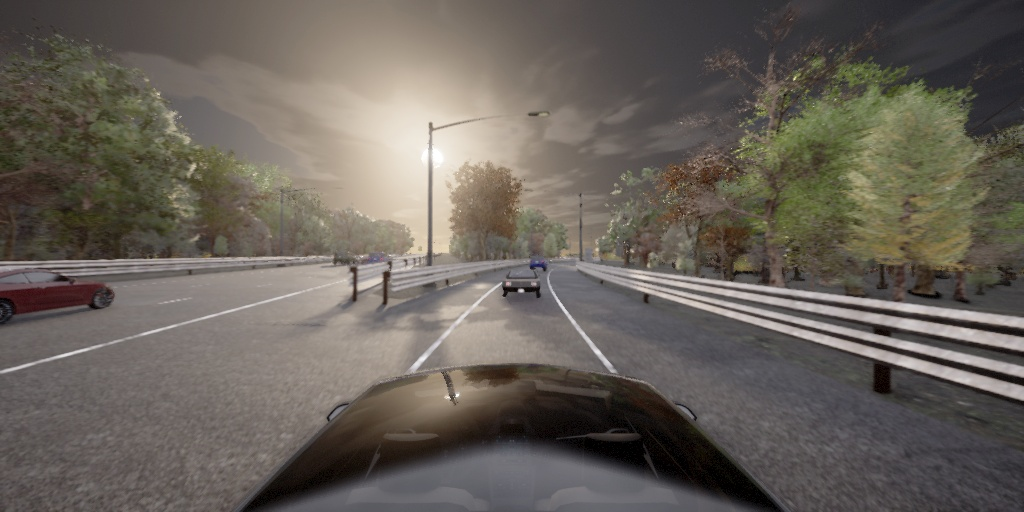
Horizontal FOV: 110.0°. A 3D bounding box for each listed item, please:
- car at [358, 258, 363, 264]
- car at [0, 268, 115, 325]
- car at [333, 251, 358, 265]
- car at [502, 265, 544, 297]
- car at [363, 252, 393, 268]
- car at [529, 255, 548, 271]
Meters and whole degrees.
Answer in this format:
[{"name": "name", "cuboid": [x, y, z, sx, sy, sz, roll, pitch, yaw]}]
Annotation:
[{"name": "car", "cuboid": [-22.985, 0.661, 57.867, 1.882, 1.535, 5.008, 1, 1, -12]}, {"name": "car", "cuboid": [-14.163, 1.051, 10.210, 1.812, 1.442, 4.674, 0, 0, -11]}, {"name": "car", "cuboid": [-26.470, 0.354, 56.847, 2.150, 2.045, 5.566, 0, -3, -9]}, {"name": "car", "cuboid": [0.567, 1.358, 19.155, 1.895, 1.301, 4.718, 0, 0, 3]}, {"name": "car", "cuboid": [-17.572, 0.524, 47.371, 2.150, 2.045, 5.566, 0, 0, -11]}, {"name": "car", "cuboid": [3.604, 0.973, 48.573, 2.150, 2.045, 5.566, 0, -1, 9]}]
